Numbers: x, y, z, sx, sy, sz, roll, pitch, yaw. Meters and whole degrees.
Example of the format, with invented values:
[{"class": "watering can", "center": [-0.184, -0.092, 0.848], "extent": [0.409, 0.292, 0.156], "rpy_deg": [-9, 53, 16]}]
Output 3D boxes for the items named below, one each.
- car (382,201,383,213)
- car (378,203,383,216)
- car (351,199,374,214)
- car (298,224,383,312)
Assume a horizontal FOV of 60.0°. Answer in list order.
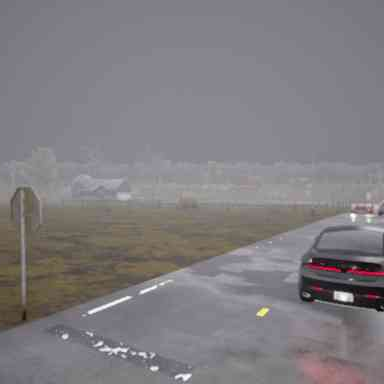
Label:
[{"class": "car", "center": [25.426, 1.847, 42.541], "extent": [1.812, 1.442, 4.674], "rpy_deg": [0, -1, 32]}, {"class": "car", "center": [20.271, 1.757, 34.107], "extent": [1.994, 1.385, 4.181], "rpy_deg": [0, -1, 32]}, {"class": "car", "center": [20.029, 1.601, 39.050], "extent": [2.097, 1.767, 4.553], "rpy_deg": [0, -1, 32]}, {"class": "car", "center": [3.811, 1.509, 7.633], "extent": [1.837, 1.490, 4.892], "rpy_deg": [0, 0, 32]}]
